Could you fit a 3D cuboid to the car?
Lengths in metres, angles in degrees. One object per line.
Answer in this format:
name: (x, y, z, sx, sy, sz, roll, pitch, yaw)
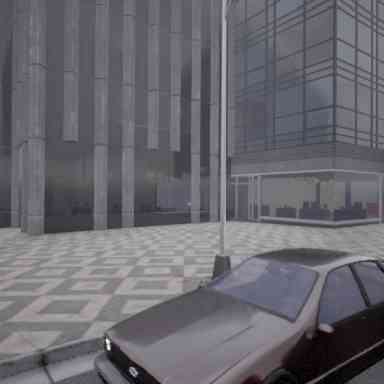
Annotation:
car: (1.536, 1.550, 4.566, 5.357, 1.411, 2.033, 0, 0, -37)
